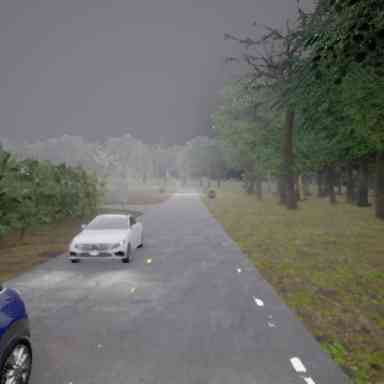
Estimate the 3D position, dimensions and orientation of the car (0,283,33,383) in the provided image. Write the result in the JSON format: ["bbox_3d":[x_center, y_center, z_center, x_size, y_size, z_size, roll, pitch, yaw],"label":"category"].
[{"bbox_3d":[-2.847,1.358,1.854,2.097,1.767,4.553,0,0,0],"label":"car"}]

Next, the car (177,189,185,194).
[{"bbox_3d":[-2.896,-0.158,90.239,1.837,1.490,4.892,0,2,0],"label":"car"}]

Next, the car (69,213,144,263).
[{"bbox_3d":[-2.856,1.515,12.039,1.812,1.442,4.674,0,0,0],"label":"car"}]
